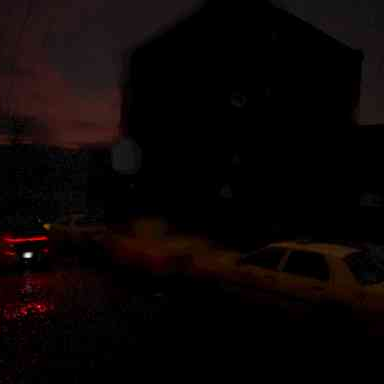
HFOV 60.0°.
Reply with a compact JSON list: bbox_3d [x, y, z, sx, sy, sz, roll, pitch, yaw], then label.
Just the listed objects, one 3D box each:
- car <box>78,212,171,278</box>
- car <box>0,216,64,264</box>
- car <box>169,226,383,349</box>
[{"bbox_3d":[-1.603,1.640,10.844,1.946,1.575,5.366,2,-1,-41],"label":"car"},{"bbox_3d":[-6.269,1.588,11.406,1.837,1.490,4.892,2,-2,-40],"label":"car"},{"bbox_3d":[2.024,1.638,6.676,1.946,1.575,5.366,2,-1,-41],"label":"car"}]
